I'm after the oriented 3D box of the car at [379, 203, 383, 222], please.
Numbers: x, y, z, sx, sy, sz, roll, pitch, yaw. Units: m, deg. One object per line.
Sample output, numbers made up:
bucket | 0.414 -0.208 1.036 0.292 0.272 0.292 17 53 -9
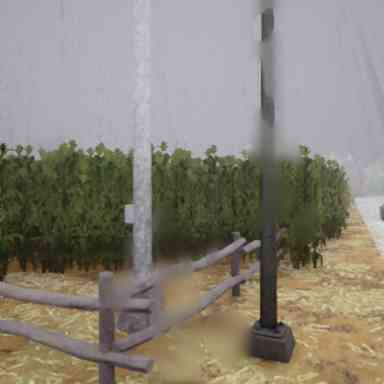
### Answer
car | 15.757 1.480 25.853 1.837 1.490 4.892 0 0 26
